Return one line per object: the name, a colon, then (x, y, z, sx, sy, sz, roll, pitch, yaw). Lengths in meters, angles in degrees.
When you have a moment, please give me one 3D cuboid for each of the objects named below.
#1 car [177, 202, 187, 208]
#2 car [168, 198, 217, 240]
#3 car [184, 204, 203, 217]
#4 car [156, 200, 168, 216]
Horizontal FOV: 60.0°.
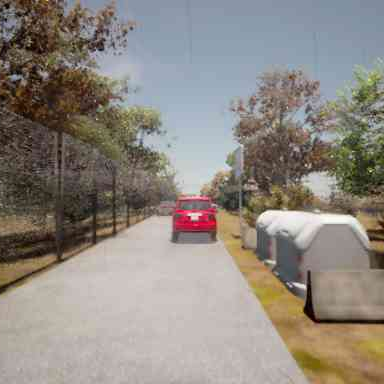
car: (-2.345, 3.006, 77.164, 2.128, 1.511, 4.902, 0, -2, 1)
car: (0.124, 1.308, 17.775, 2.150, 2.045, 5.566, 0, -1, 0)
car: (0.187, 1.944, 36.130, 1.895, 1.301, 4.718, 0, -1, 0)
car: (-2.754, 1.707, 36.690, 2.097, 1.767, 4.553, 0, -1, 0)
